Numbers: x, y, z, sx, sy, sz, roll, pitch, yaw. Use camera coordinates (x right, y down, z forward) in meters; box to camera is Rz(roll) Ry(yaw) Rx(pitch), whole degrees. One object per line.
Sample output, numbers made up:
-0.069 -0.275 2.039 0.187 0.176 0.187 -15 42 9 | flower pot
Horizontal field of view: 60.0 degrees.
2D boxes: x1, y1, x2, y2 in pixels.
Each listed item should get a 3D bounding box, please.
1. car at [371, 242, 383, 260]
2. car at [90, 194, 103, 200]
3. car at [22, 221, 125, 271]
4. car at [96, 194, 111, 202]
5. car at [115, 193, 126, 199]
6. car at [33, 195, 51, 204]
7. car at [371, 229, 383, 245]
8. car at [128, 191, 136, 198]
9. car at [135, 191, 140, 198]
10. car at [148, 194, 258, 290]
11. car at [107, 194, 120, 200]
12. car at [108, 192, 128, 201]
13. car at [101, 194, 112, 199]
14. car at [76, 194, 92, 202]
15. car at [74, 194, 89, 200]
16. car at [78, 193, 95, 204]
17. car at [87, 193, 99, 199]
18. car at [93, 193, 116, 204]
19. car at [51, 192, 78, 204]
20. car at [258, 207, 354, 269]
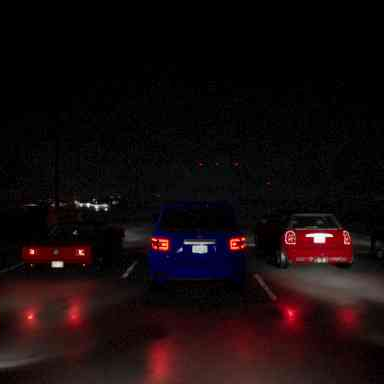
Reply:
3.594 1.490 2.160 2.128 1.511 4.902 0 0 0 | car
-21.807 1.143 76.116 1.812 1.442 4.674 0 0 -1 | car
-3.489 1.584 10.839 1.895 1.301 4.718 0 0 0 | car
-18.218 1.165 68.453 1.837 1.490 4.892 0 0 -1 | car
-18.617 1.093 86.898 2.033 1.411 5.357 0 0 -3 | car
-25.147 1.243 56.331 1.837 1.490 4.892 0 0 0 | car
7.018 1.477 9.406 2.128 1.511 4.902 0 0 0 | car
-14.811 1.156 76.496 2.033 1.411 5.357 0 0 -1 | car
-15.345 0.763 89.383 2.150 2.045 5.566 0 0 -3 | car
0.043 1.207 9.202 2.150 2.045 5.566 0 0 -2 | car
-18.324 1.205 77.563 1.895 1.301 4.718 0 0 -1 | car
-14.714 1.031 66.155 2.097 1.767 4.553 0 0 0 | car
-22.006 1.114 85.510 1.994 1.385 4.181 0 0 -3 | car
-21.704 1.197 67.229 1.812 1.442 4.674 0 0 -1 | car
-25.311 1.212 76.404 1.895 1.301 4.718 0 0 -1 | car
-18.170 1.291 58.319 1.994 1.385 4.181 0 0 0 | car
-25.549 1.059 85.837 1.837 1.490 4.892 0 0 -3 | car
-14.660 1.341 56.089 1.895 1.301 4.718 0 0 0 | car
-21.656 1.213 56.895 1.882 1.535 5.008 0 0 0 | car
3.506 1.334 11.303 2.097 1.767 4.553 0 0 0 | car
